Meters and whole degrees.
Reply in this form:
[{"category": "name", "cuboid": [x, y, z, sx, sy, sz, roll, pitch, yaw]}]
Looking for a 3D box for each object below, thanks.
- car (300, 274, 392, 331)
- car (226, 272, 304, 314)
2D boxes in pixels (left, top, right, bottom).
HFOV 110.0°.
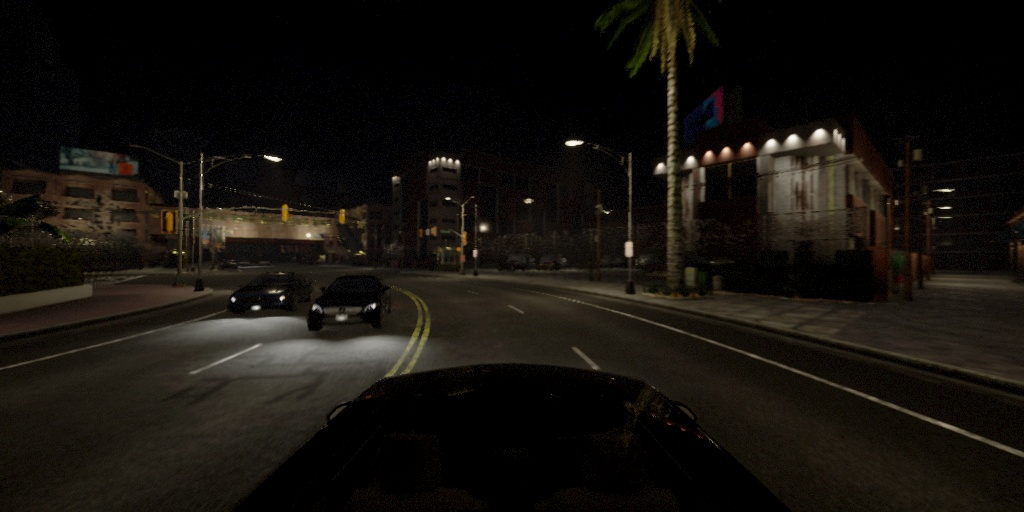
[{"category": "car", "cuboid": [-4.871, 1.317, 11.368, 1.812, 1.442, 4.674, 1, 0, -14]}, {"category": "car", "cuboid": [-9.293, 1.338, 14.340, 2.033, 1.411, 5.357, 0, 0, -19]}]
